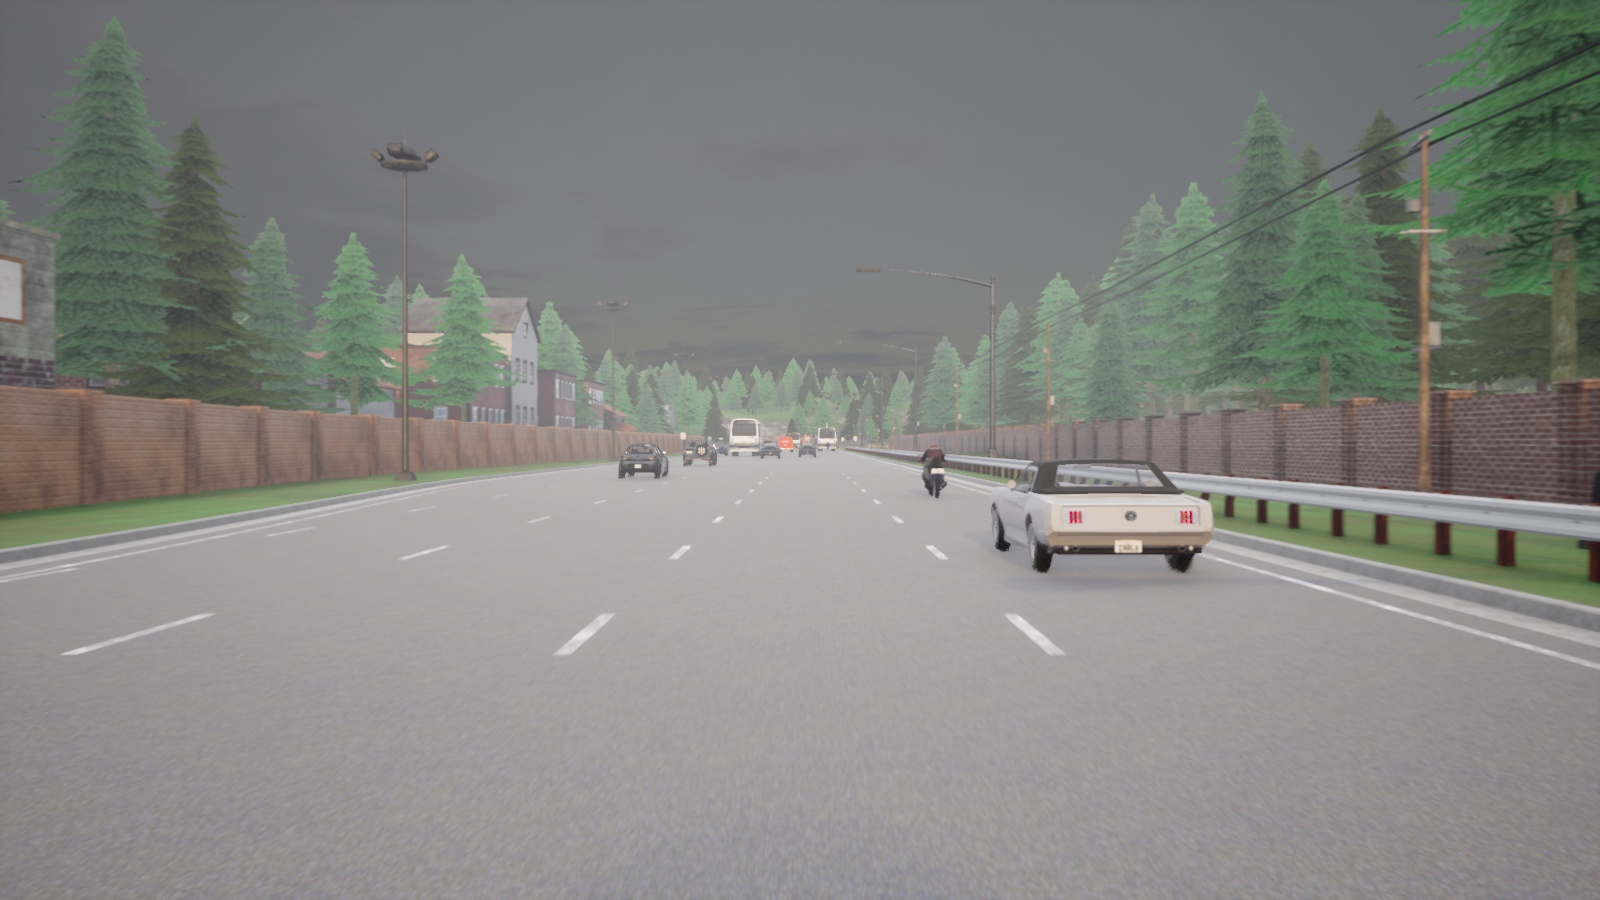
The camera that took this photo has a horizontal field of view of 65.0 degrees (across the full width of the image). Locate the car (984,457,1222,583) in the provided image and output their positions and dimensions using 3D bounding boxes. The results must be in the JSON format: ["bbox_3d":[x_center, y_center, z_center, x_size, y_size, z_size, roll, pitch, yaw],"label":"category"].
[{"bbox_3d":[3.605,0.761,15.863,1.895,1.301,4.718,0,0,0],"label":"car"}]

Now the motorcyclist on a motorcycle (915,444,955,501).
[{"bbox_3d":[3.712,0.591,34.657,0.866,1.530,2.191,0,0,0],"label":"motorcyclist on a motorcycle"}]

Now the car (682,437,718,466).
[{"bbox_3d":[-6.518,0.099,82.280,1.932,1.855,4.605,0,0,0],"label":"car"}]

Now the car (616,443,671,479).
[{"bbox_3d":[-6.679,0.454,53.966,1.816,1.474,4.193,0,0,0],"label":"car"}]
